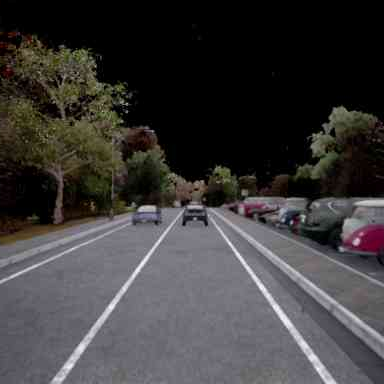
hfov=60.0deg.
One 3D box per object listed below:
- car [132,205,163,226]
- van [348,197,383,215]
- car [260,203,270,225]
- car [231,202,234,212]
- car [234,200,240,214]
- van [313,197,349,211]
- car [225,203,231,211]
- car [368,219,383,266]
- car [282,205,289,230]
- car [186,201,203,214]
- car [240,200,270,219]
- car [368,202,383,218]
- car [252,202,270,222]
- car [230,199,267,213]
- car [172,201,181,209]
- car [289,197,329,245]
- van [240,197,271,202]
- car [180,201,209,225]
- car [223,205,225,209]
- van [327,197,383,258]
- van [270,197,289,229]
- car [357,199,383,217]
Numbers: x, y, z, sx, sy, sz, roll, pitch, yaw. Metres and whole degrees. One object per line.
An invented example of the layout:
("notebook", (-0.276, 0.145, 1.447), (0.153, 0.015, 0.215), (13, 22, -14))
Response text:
("car", (-3.218, 1.687, 24.634), (1.812, 1.442, 4.674), (0, -1, 0))
("van", (20.487, 1.607, 38.081), (4.442, 1.987, 1.878), (0, -1, 0))
("car", (7.185, 1.630, 21.713), (4.674, 1.452, 2.002), (0, -1, 0))
("car", (7.322, 1.868, 38.368), (4.792, 1.488, 2.163), (0, -1, 0))
("car", (7.276, 1.837, 35.593), (4.674, 1.452, 2.002), (0, -1, 0))
("van", (20.562, 1.800, 49.278), (4.442, 1.987, 1.878), (0, -1, 0))
("car", (7.282, 1.629, 41.149), (5.566, 2.045, 2.435), (0, -1, 0))
("car", (7.093, 1.526, 7.854), (4.674, 1.452, 2.002), (0, 0, 0))
("car", (7.174, 1.536, 16.156), (4.792, 1.488, 2.163), (0, 0, 0))
("car", (0.342, 1.924, 42.795), (2.128, 1.511, 4.902), (0, -1, 0))
("car", (7.242, 1.714, 30.041), (5.008, 1.535, 2.097), (0, -1, 0))
("car", (20.329, 1.752, 32.664), (5.008, 1.535, 2.097), (0, -1, 0))
("car", (7.170, 1.661, 24.491), (4.792, 1.488, 2.163), (0, -1, 0))
("car", (7.360, 1.799, 43.918), (4.553, 1.767, 2.185), (0, -1, 0))
("car", (-2.871, 2.590, 66.533), (2.128, 1.511, 4.902), (0, -2, 1))
("car", (7.155, 1.229, 13.406), (5.566, 2.045, 2.435), (0, 0, 0))
("van", (7.372, 1.530, 32.820), (4.442, 1.987, 1.878), (0, -1, 0))
("car", (0.239, 1.680, 25.888), (1.837, 1.490, 4.892), (0, -1, 0))
("car", (7.354, 1.973, 46.692), (5.008, 1.535, 2.097), (0, -1, 0))
("van", (6.992, 1.258, 10.631), (4.442, 1.987, 1.878), (0, 0, 0))
("van", (7.047, 1.322, 18.942), (4.442, 1.987, 1.878), (0, -1, 0))
("car", (20.320, 1.666, 35.311), (4.553, 1.767, 2.185), (0, -1, 0))
